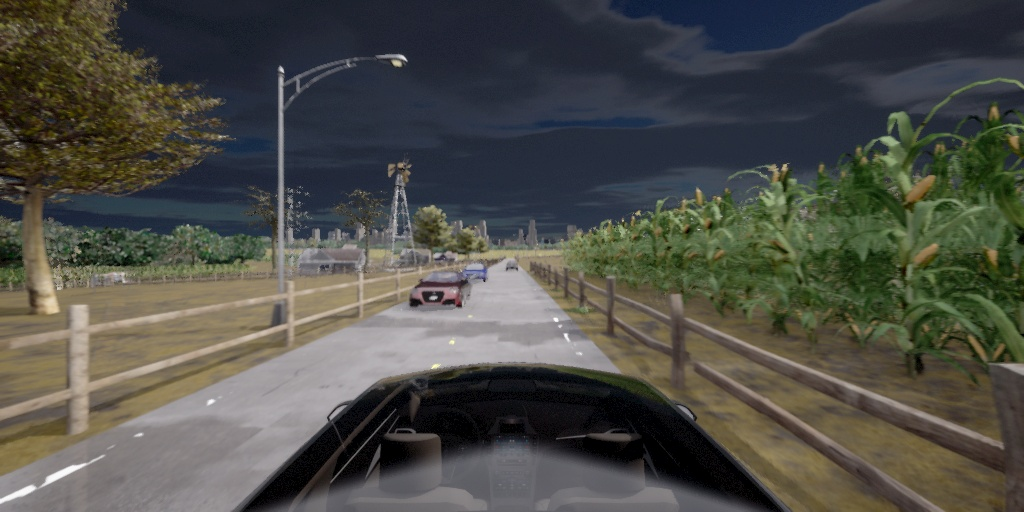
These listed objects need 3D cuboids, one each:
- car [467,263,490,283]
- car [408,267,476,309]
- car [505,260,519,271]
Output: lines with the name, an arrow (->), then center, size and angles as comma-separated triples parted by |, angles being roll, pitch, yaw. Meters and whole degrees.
car -> -2.816, 1.285, 28.343 | 1.812, 1.442, 4.674 | 0, 0, 1
car -> -2.811, 1.309, 14.814 | 1.994, 1.385, 4.181 | 0, 0, 0
car -> -0.009, 1.417, 51.317 | 2.033, 1.411, 5.357 | 0, 0, 0
